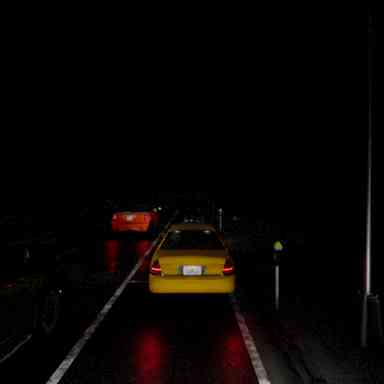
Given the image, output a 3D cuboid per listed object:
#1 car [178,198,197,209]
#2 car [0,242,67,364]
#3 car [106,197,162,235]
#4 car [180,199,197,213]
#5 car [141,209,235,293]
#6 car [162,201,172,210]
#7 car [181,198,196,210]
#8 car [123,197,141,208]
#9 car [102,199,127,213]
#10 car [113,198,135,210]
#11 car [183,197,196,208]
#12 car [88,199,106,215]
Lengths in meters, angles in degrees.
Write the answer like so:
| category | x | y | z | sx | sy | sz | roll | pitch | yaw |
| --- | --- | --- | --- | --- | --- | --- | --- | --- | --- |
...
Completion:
| category | x | y | z | sx | sy | sz | roll | pitch | yaw |
| --- | --- | --- | --- | --- | --- | --- | --- | --- | --- |
| car | -0.393 | 1.565 | 33.084 | 1.947 | 1.339 | 4.313 | -1 | 0 | 0 |
| car | -3.146 | 1.222 | 3.161 | 2.150 | 2.045 | 5.566 | 0 | 0 | 0 |
| car | -3.100 | 1.349 | 18.779 | 2.097 | 1.767 | 4.553 | 0 | 0 | 1 |
| car | -0.393 | 1.546 | 38.589 | 1.887 | 1.381 | 4.507 | -1 | 0 | 0 |
| car | 0.005 | 1.455 | 8.841 | 1.801 | 1.575 | 5.366 | 0 | 0 | 0 |
| car | -3.097 | 1.564 | 34.135 | 1.994 | 1.385 | 4.181 | 0 | 0 | 1 |
| car | -0.393 | 1.548 | 44.094 | 1.887 | 1.381 | 4.507 | -1 | 0 | 0 |
| car | -8.919 | 1.549 | 49.600 | 1.887 | 1.381 | 4.507 | -1 | 0 | 0 |
| car | -8.918 | 1.567 | 38.589 | 1.947 | 1.339 | 4.313 | -1 | 0 | 0 |
| car | -8.918 | 1.554 | 44.095 | 2.008 | 1.369 | 4.403 | -1 | 0 | 0 |
| car | -0.394 | 1.550 | 49.600 | 1.887 | 1.381 | 4.507 | -1 | 0 | 0 |
| car | -8.920 | 1.440 | 33.084 | 1.967 | 1.590 | 4.097 | -1 | 0 | 0 |
